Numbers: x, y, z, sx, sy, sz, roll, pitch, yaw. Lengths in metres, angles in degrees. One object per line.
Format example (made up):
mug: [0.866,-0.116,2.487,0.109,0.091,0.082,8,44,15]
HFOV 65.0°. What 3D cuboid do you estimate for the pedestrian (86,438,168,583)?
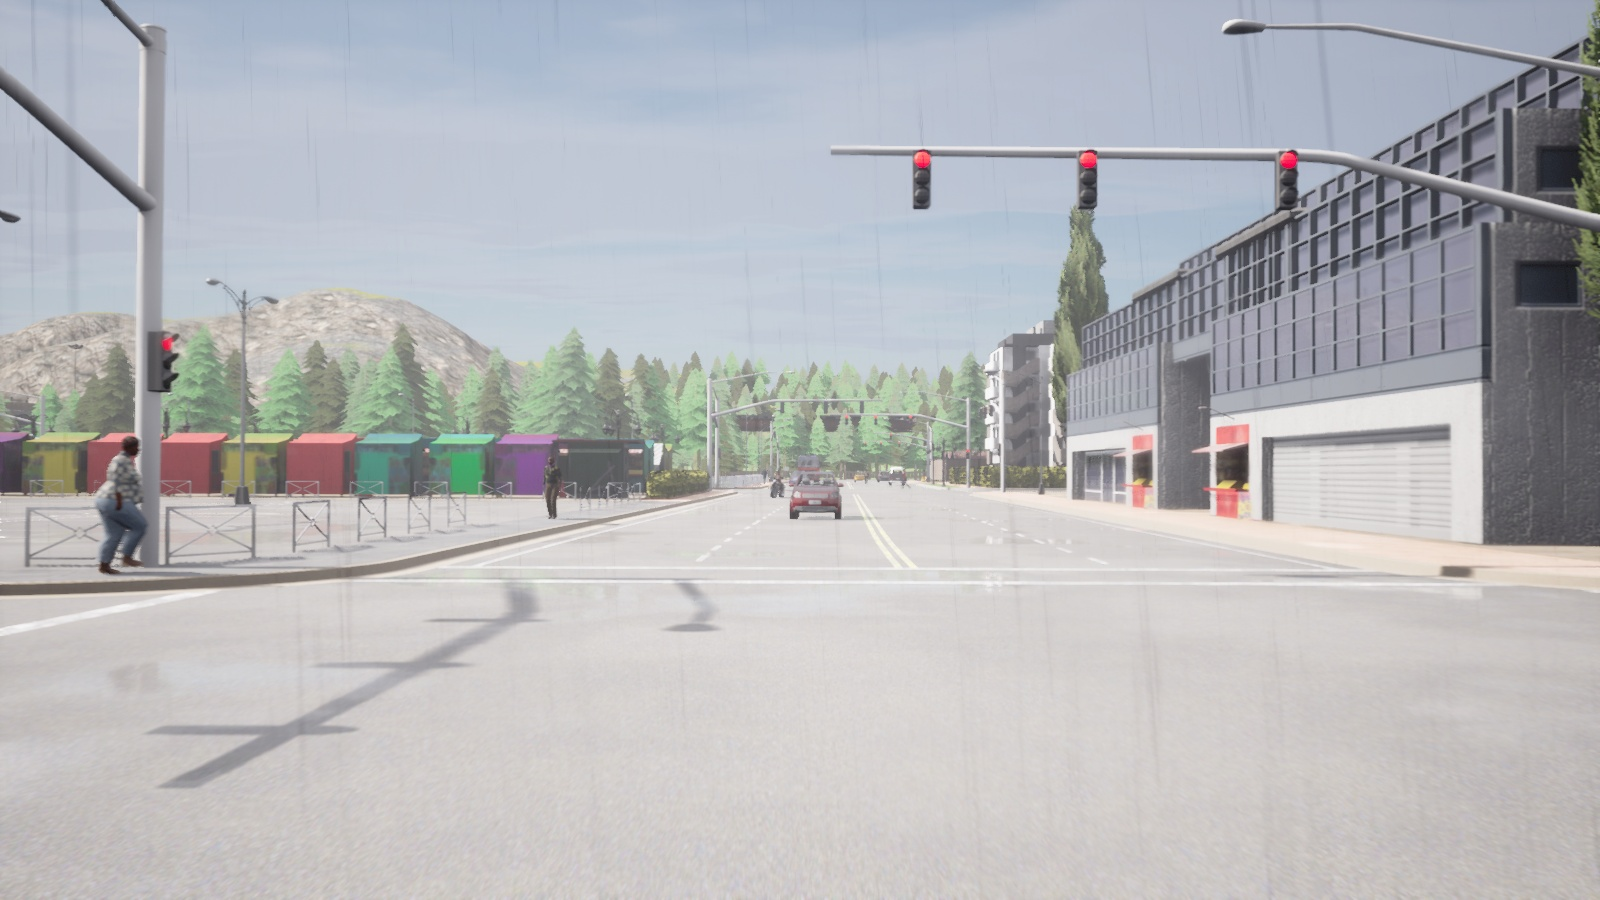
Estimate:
pedestrian: [-8.980,0.787,16.744,0.900,1.855,0.874,0,-1,-32]

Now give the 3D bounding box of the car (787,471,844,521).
car: [0.550,1.483,41.331,1.789,1.549,3.705,0,-1,2]

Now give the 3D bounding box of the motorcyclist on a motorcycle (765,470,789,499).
motorcyclist on a motorcycle: [-1.316,1.982,72.403,0.766,1.649,2.350,0,-1,15]

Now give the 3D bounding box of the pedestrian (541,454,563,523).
pedestrian: [-7.030,1.097,35.584,0.395,1.930,0.692,0,-1,9]
